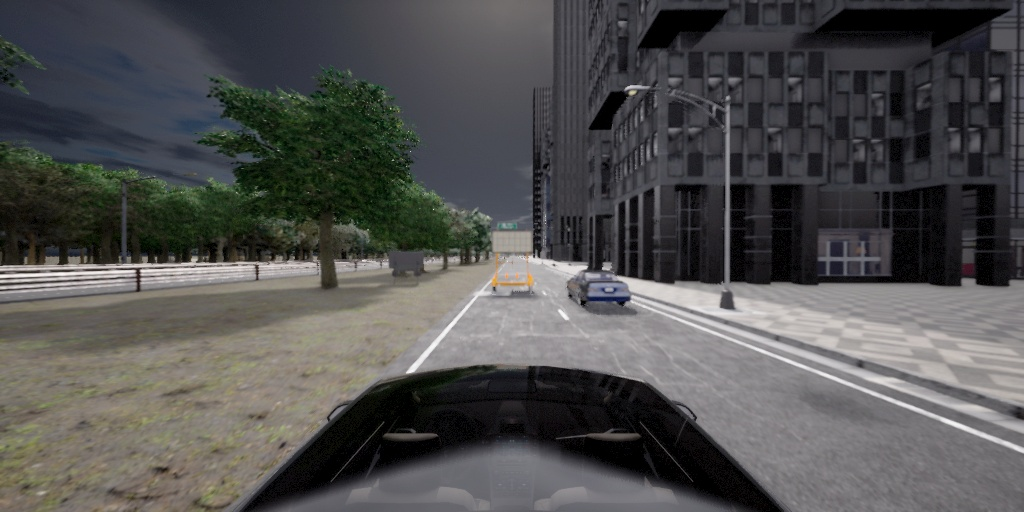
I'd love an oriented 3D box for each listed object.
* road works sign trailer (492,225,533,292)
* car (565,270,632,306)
[{"bbox_3d":[0.019,0.231,20.782,2.380,3.560,2.880,0,0,0],"label":"road works sign trailer"},{"bbox_3d":[3.600,1.305,15.791,2.033,1.411,5.357,0,0,0],"label":"car"}]
